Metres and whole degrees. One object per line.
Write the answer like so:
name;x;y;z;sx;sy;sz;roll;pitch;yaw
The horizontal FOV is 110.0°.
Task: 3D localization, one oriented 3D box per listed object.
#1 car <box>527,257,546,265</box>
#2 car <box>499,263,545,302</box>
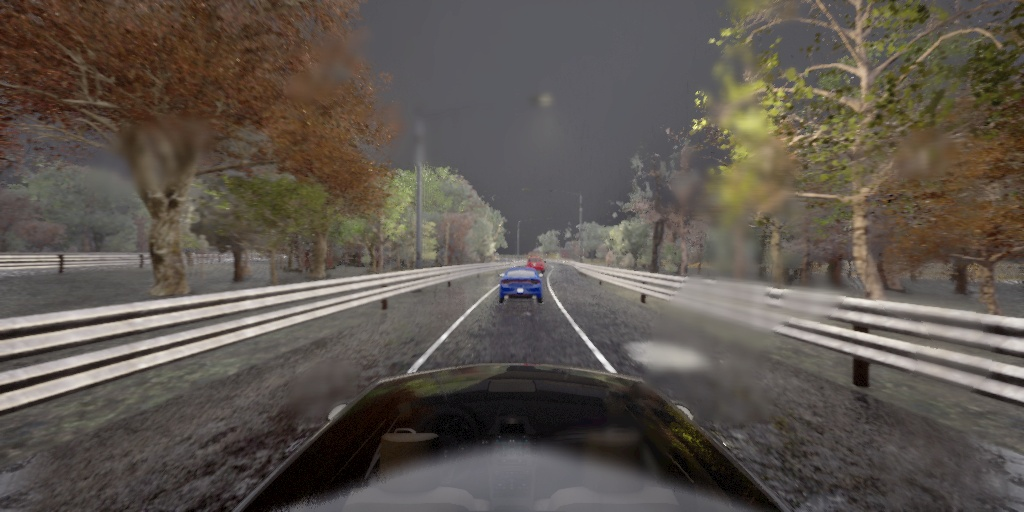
car;3.092;1.167;46.039;2.150;2.045;5.566;0;0;8
car;0.475;1.284;17.449;1.882;1.535;5.008;0;0;3
